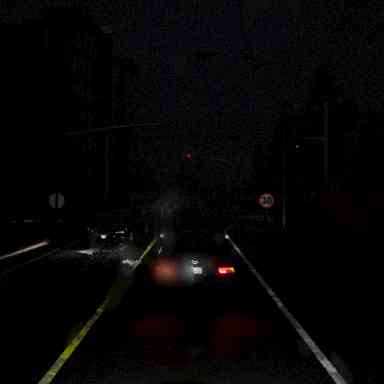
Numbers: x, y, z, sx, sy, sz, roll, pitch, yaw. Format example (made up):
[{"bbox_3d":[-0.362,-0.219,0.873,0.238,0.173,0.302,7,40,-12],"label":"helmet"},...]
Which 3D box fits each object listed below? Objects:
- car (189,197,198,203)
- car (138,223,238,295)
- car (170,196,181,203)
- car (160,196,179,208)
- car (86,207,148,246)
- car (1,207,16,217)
[{"bbox_3d":[0.244,1.601,69.643,1.895,1.301,4.718,0,0,0],"label":"car"},{"bbox_3d":[0.077,1.547,8.870,2.033,1.411,5.357,0,0,0],"label":"car"},{"bbox_3d":[-3.359,1.547,68.884,2.033,1.411,5.357,0,0,0],"label":"car"},{"bbox_3d":[-3.495,1.491,48.300,2.128,1.511,4.902,0,0,0],"label":"car"},{"bbox_3d":[-3.282,1.505,15.415,1.837,1.490,4.892,0,0,4],"label":"car"},{"bbox_3d":[-15.742,1.579,25.826,4.181,1.385,1.994,0,0,-1],"label":"car"}]
